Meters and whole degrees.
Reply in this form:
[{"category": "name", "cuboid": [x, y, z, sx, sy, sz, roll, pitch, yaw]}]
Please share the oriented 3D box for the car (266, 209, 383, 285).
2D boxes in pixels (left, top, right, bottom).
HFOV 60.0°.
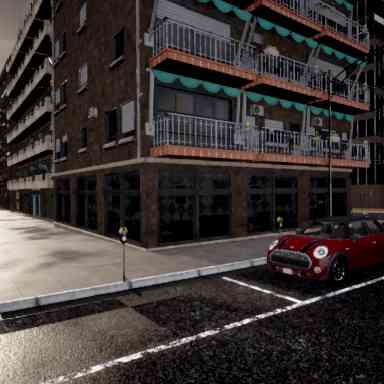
[{"category": "car", "cuboid": [3.987, 1.438, 9.431, 4.097, 1.590, 1.967, 0, -1, -36]}]
